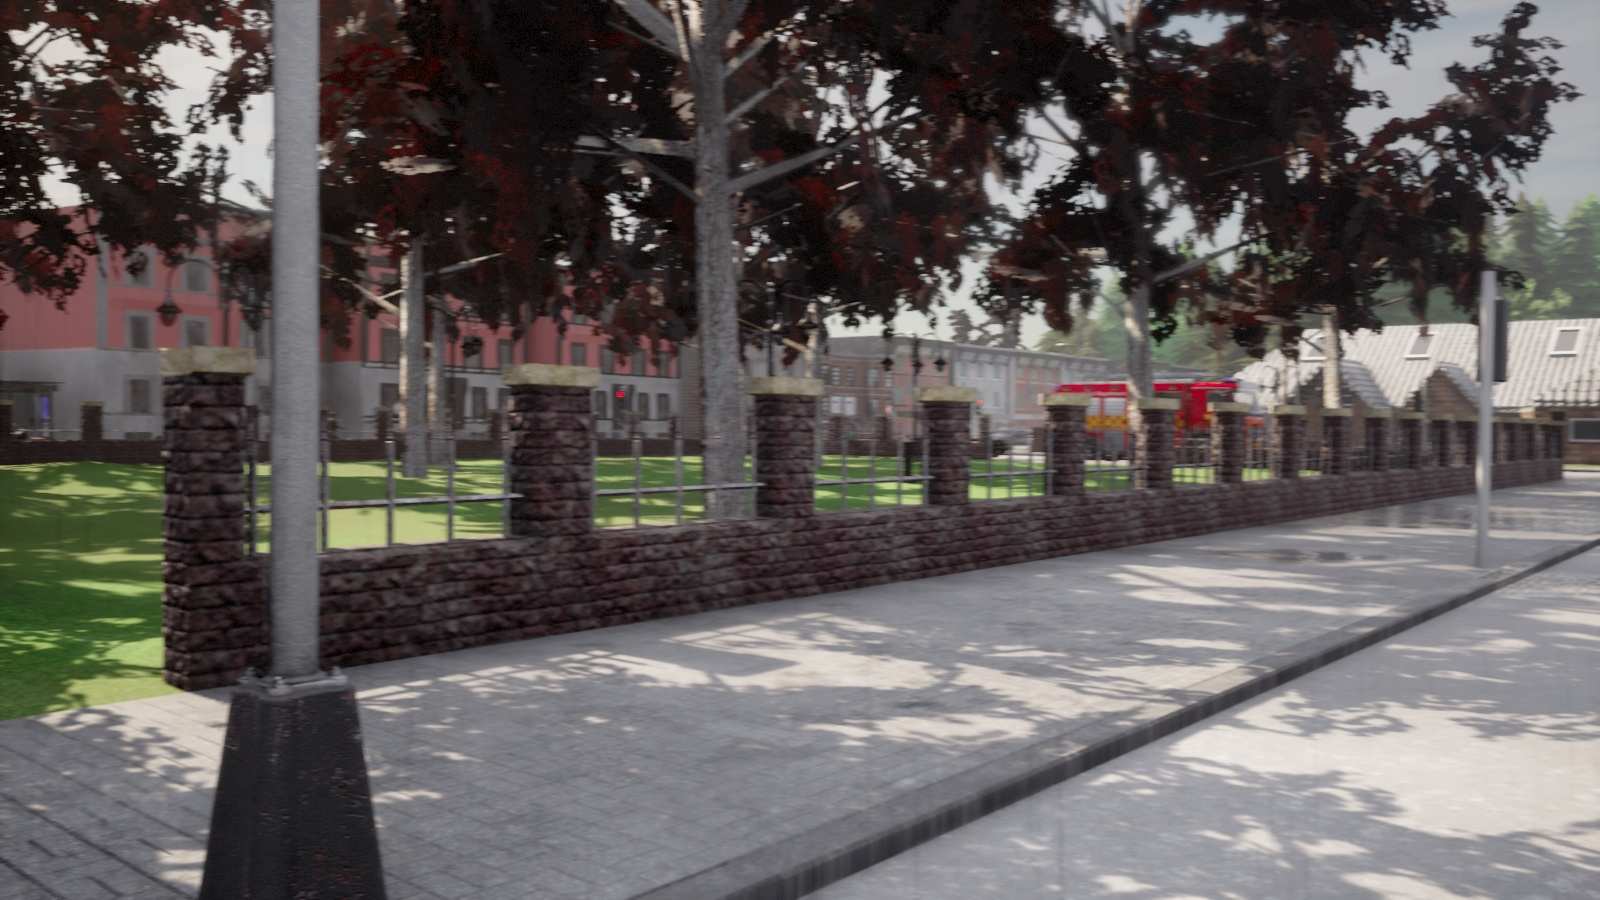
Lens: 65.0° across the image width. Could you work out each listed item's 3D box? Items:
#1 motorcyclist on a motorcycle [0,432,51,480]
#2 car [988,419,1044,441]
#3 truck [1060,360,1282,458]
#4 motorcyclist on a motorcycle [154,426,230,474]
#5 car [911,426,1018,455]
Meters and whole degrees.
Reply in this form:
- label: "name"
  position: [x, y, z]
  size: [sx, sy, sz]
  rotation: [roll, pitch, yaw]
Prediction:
- label: "motorcyclist on a motorcycle"
  position: [-25.668, 0.198, 40.690]
  size: [0.866, 1.530, 2.191]
  rotation: [0, 1, 40]
- label: "car"
  position: [16.728, -1.521, 97.158]
  size: [2.033, 1.649, 4.856]
  rotation: [1, 1, 40]
- label: "truck"
  position: [15.441, -1.649, 52.726]
  size: [8.468, 3.827, 2.891]
  rotation: [0, 2, 39]
- label: "motorcyclist on a motorcycle"
  position: [-21.862, -0.020, 45.202]
  size: [0.766, 1.649, 2.350]
  rotation: [0, 1, 40]
- label: "car"
  position: [7.725, -0.451, 59.210]
  size: [4.718, 1.301, 1.895]
  rotation: [0, 2, 39]
